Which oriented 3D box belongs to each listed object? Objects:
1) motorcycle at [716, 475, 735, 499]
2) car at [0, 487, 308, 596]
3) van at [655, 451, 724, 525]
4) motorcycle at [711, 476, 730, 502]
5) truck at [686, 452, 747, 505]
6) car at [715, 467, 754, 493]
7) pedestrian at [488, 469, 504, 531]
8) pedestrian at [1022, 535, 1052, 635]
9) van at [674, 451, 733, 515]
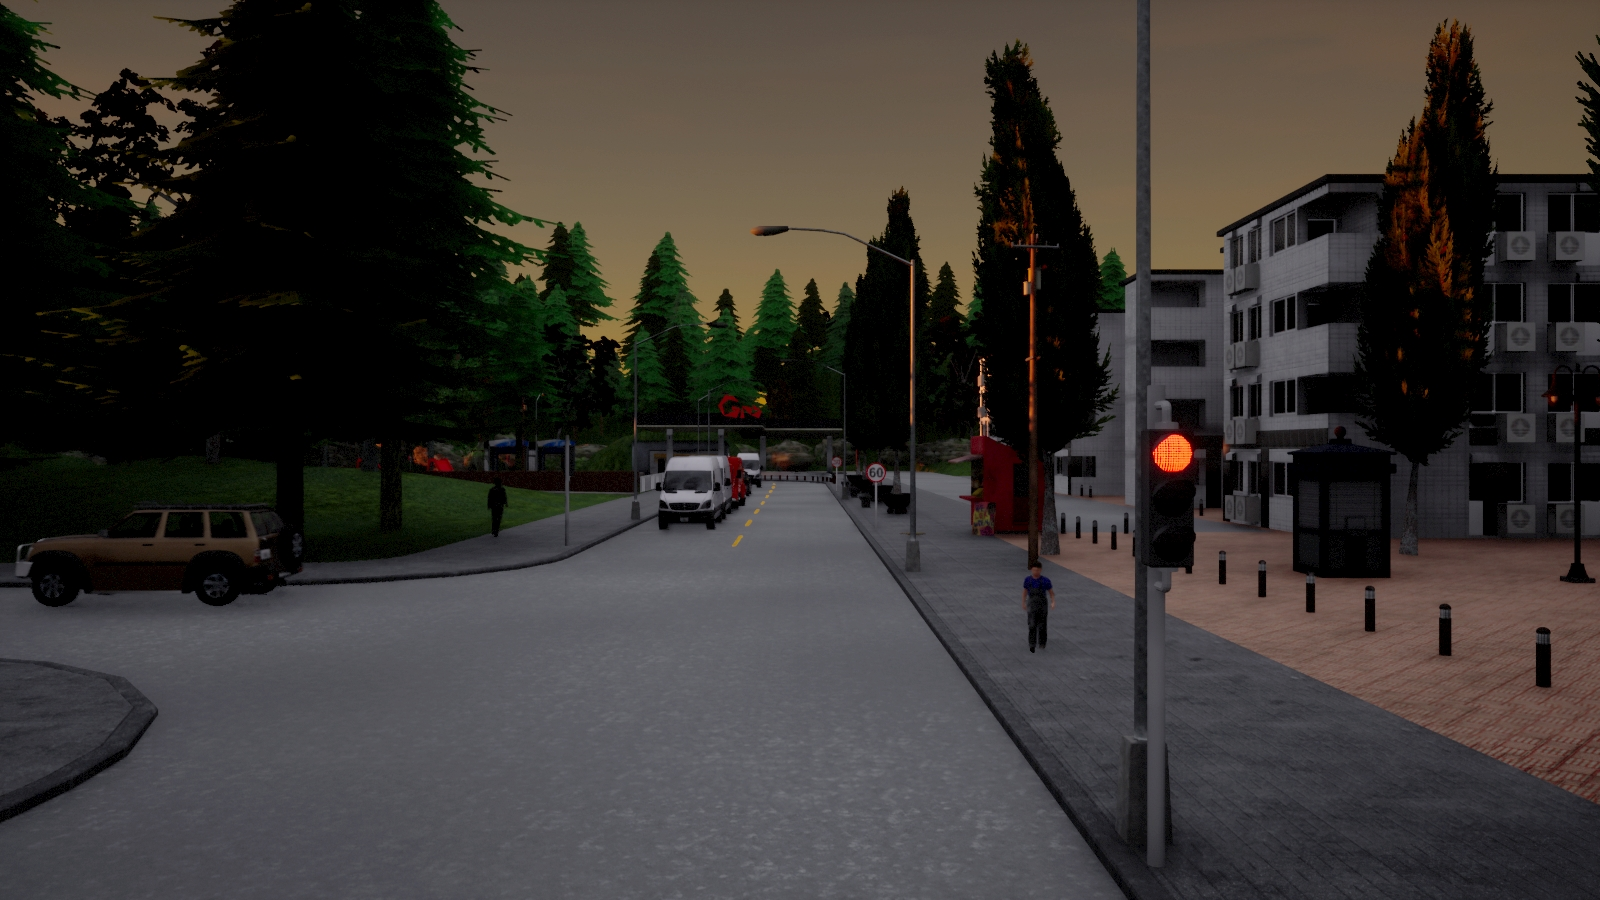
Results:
[{"bbox_3d":[-3.988,1.975,61.268,0.867,1.251,2.209,0,0,0],"label":"motorcycle"},{"bbox_3d":[-11.815,1.640,21.135,4.605,1.855,1.932,0,0,-2],"label":"car"},{"bbox_3d":[-4.013,1.307,42.390,1.988,2.561,5.915,0,0,0],"label":"van"},{"bbox_3d":[-3.975,1.953,57.177,0.856,1.236,1.805,0,0,0],"label":"motorcycle"},{"bbox_3d":[-3.995,1.339,55.631,2.627,2.467,5.204,0,0,0],"label":"truck"},{"bbox_3d":[-3.975,1.816,70.543,2.128,1.511,4.902,0,0,0],"label":"car"},{"bbox_3d":[-9.297,1.520,34.934,0.375,1.860,0.375,0,0,0],"label":"pedestrian"},{"bbox_3d":[3.187,1.802,15.338,0.375,1.300,0.375,0,0,14],"label":"pedestrian"},{"bbox_3d":[-4.007,1.306,48.327,1.988,2.561,5.915,0,0,0],"label":"van"}]
